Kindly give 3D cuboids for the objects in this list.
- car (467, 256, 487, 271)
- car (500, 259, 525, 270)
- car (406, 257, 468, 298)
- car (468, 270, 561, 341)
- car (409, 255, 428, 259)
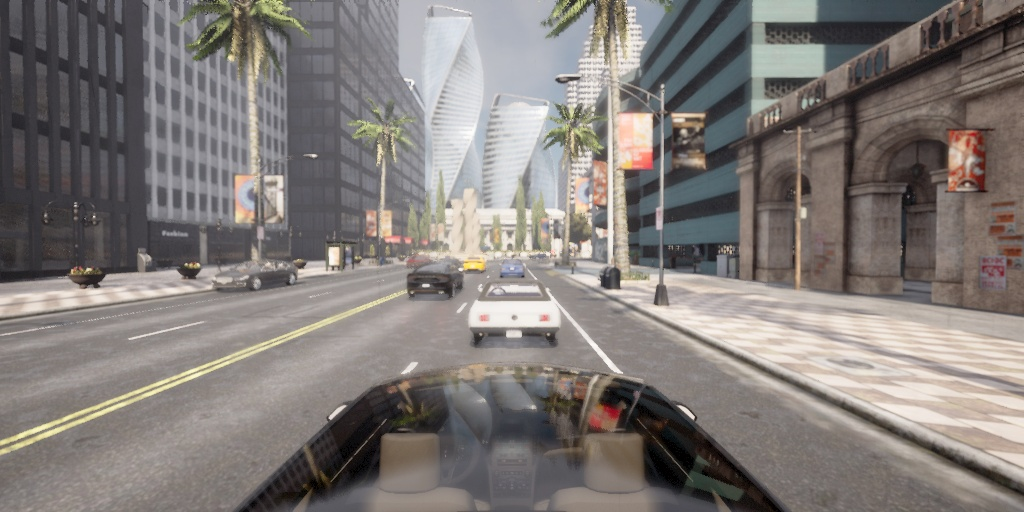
[{"bbox_3d":[-3.490,0.733,34.327,1.882,1.535,5.008,0,1,0],"label":"car"},{"bbox_3d":[0.020,0.901,27.800,2.033,1.411,5.357,0,1,0],"label":"car"},{"bbox_3d":[-3.446,0.999,16.840,1.882,1.535,5.008,0,1,0],"label":"car"},{"bbox_3d":[0.058,1.234,9.403,1.895,1.301,4.718,0,1,0],"label":"car"},{"bbox_3d":[-10.573,0.636,40.976,1.882,1.535,5.008,0,1,2],"label":"car"}]
